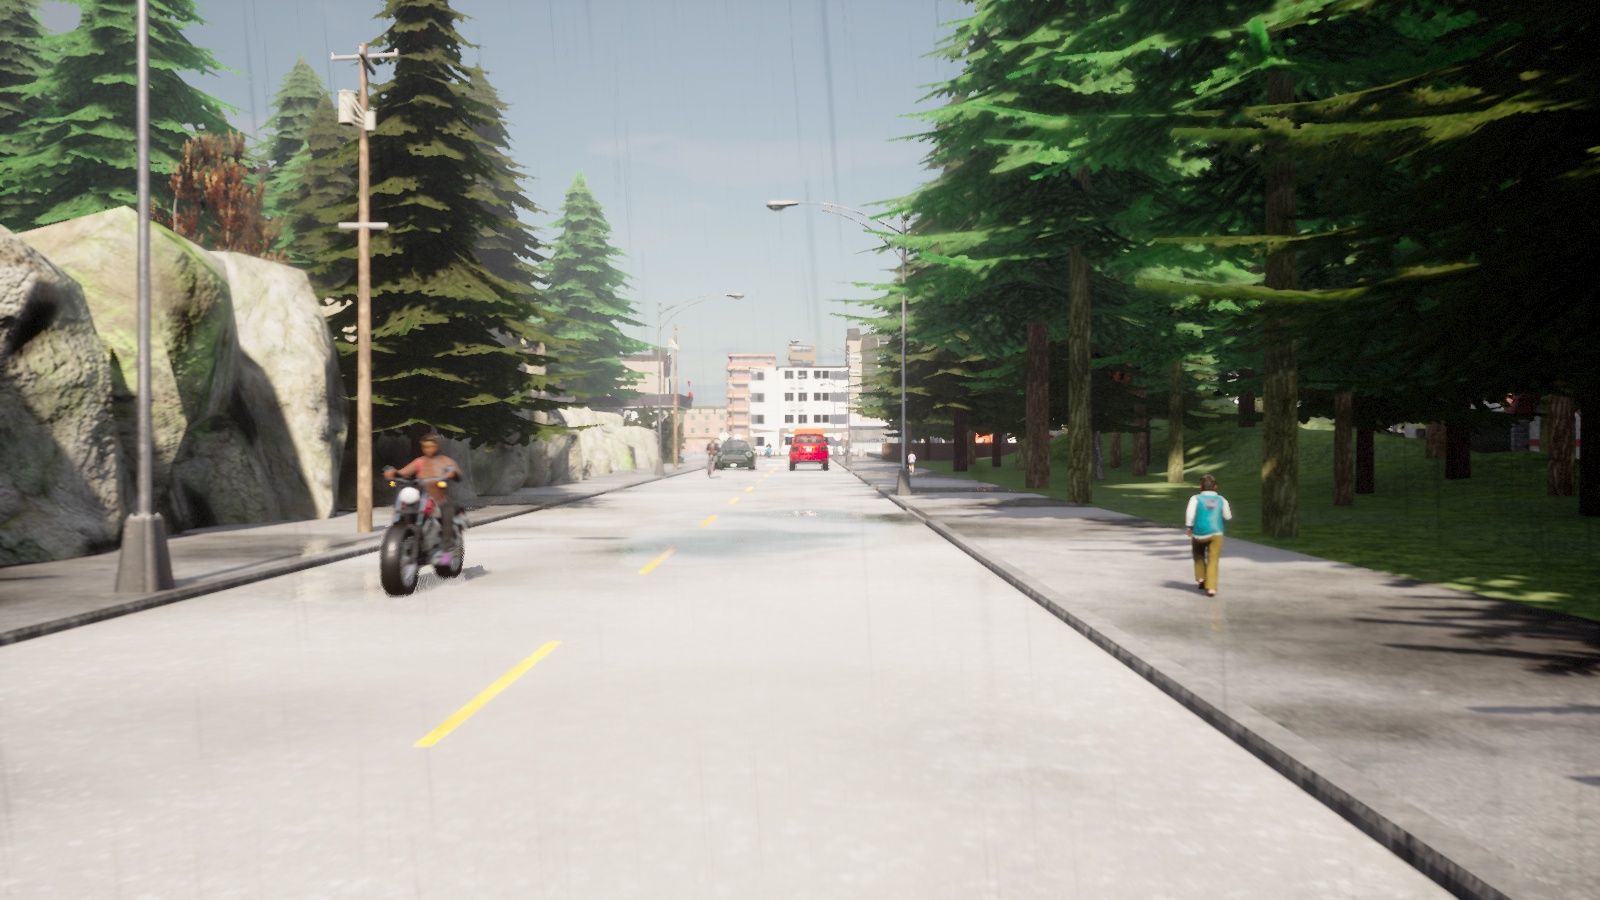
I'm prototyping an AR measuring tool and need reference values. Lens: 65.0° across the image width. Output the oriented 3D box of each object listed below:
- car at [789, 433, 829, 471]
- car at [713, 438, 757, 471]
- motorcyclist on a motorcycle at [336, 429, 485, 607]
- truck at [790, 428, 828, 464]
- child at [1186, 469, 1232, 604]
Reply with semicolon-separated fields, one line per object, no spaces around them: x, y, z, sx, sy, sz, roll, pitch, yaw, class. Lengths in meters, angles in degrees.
0.502;0.070;70.376;2.150;2.045;5.566;0;0;0;car
-3.512;0.216;68.461;2.097;1.767;4.553;0;0;0;car
-3.897;0.621;12.780;0.766;1.649;2.350;0;0;0;motorcyclist on a motorcycle
0.633;-0.268;90.211;2.627;2.467;5.204;0;-1;0;truck
3.720;0.775;11.428;0.343;1.192;0.448;0;0;11;child
